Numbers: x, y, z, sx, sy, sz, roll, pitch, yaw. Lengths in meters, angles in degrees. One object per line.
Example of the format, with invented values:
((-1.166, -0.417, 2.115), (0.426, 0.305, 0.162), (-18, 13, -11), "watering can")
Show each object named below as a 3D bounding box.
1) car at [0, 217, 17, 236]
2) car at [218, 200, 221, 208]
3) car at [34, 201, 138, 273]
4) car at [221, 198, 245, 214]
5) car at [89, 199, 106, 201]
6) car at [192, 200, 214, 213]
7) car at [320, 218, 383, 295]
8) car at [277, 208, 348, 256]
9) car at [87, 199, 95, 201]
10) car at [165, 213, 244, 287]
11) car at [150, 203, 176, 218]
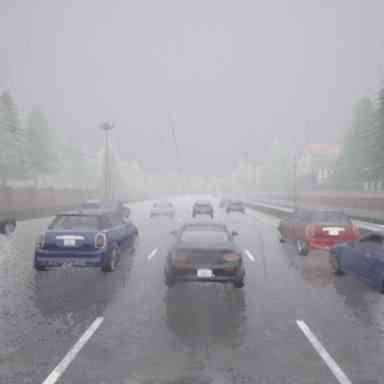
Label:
((-9.984, 1.511, 14.998), (1.895, 1.301, 4.718), (1, 0, 2), "car")
((4.957, 1.577, 48.834), (2.128, 1.511, 4.902), (1, 0, 2), "car")
((-3.109, 1.329, 10.744), (2.097, 1.767, 4.553), (1, 0, 2), "car")
((4.592, 1.564, 36.111), (2.128, 1.511, 4.902), (1, 0, 2), "car")
((-6.147, 1.504, 26.037), (2.033, 1.411, 5.357), (1, 0, 2), "car")
((1.015, 1.524, 31.230), (2.128, 1.511, 4.902), (1, 0, 2), "car")
((4.747, 1.579, 7.576), (1.812, 1.442, 4.674), (1, 0, 2), "car")
((4.929, 1.411, 13.543), (2.097, 1.767, 4.553), (1, 0, 2), "car")
((-9.429, 1.407, 33.182), (1.882, 1.535, 5.008), (1, 0, 2), "car")
((0.333, 1.536, 9.260), (1.812, 1.442, 4.674), (1, 0, 2), "car")
((-2.528, 1.597, 29.912), (1.895, 1.301, 4.718), (1, 0, 2), "car")
